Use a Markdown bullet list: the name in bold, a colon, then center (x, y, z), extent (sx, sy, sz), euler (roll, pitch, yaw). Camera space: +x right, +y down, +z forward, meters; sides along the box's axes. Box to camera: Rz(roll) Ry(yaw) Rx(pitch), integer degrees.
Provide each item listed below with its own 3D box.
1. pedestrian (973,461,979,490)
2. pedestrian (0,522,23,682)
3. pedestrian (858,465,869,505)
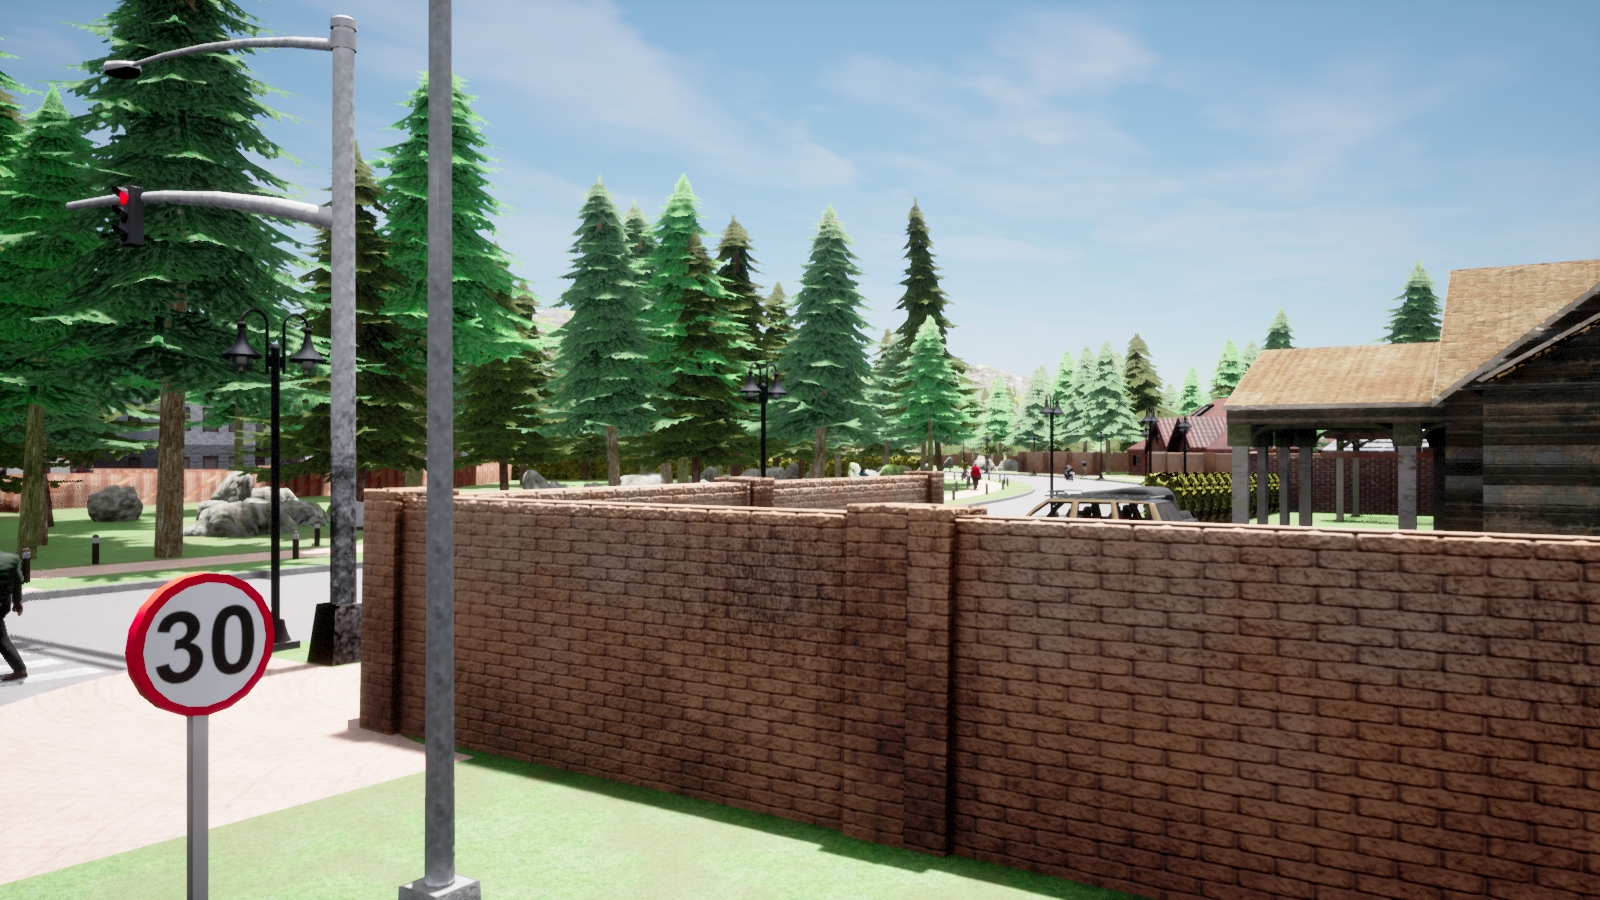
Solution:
- **pedestrian**: center (11.432, 1.643, 74.277), extent (0.375, 1.860, 0.375), euler (0, 0, 13)
- **pedestrian**: center (-9.587, 1.805, 13.633), extent (0.375, 1.860, 0.375), euler (0, 0, 14)
- **pedestrian**: center (2.982, 1.645, 53.802), extent (0.375, 1.860, 0.375), euler (0, 0, 26)
